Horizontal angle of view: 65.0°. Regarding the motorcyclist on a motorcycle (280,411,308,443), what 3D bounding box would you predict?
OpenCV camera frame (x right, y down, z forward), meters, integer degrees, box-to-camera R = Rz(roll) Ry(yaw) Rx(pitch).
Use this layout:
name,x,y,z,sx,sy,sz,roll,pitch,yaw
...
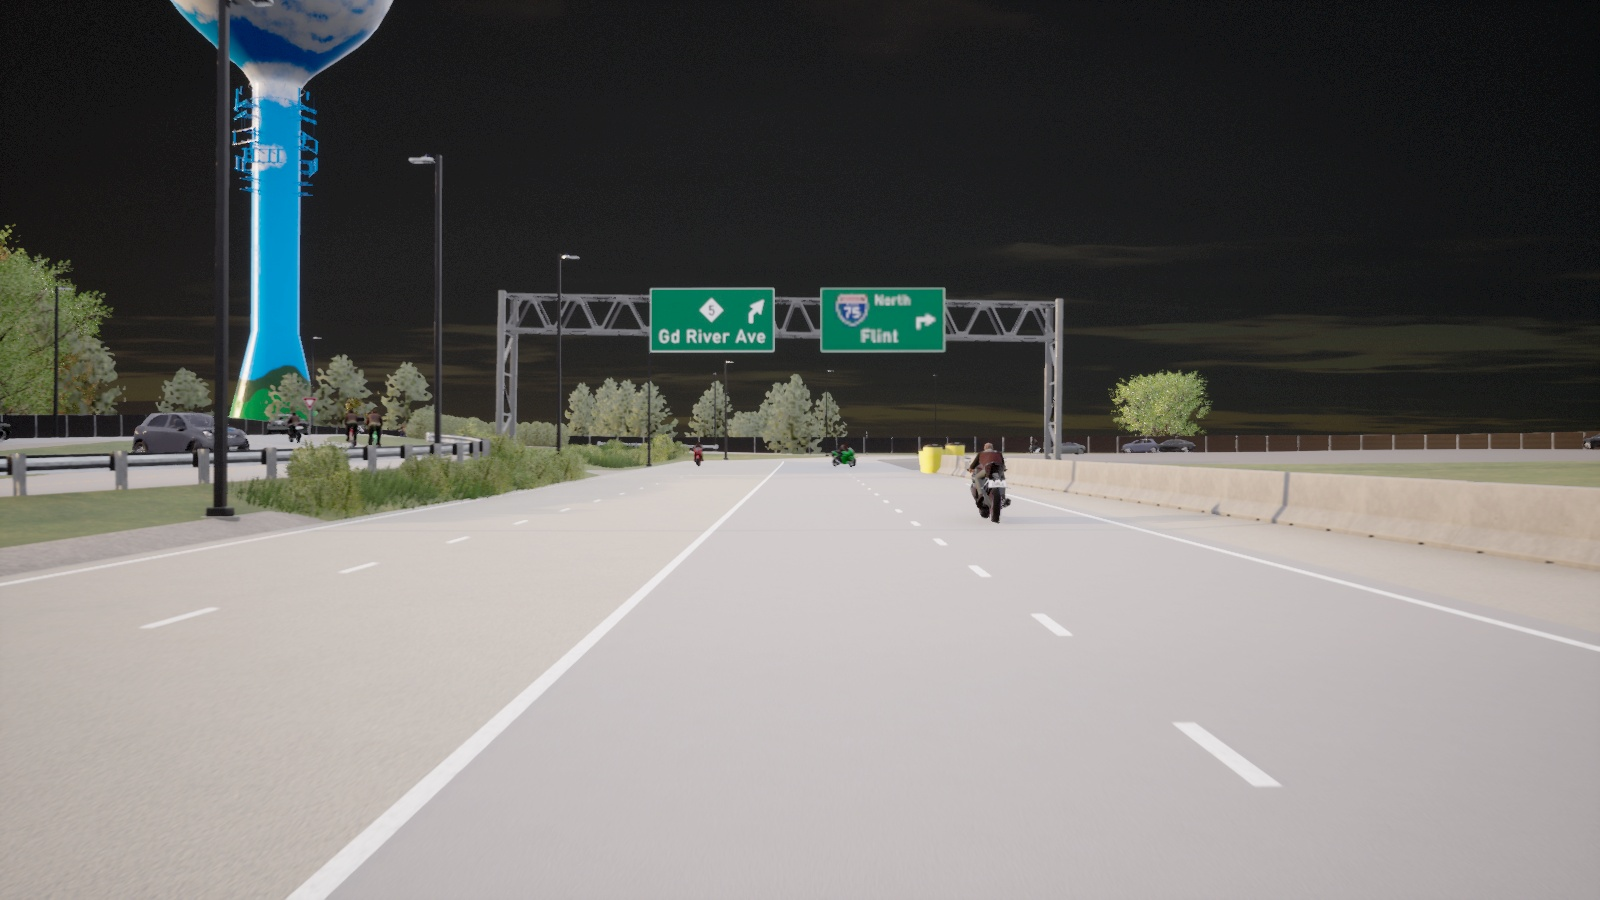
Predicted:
name,x,y,z,sx,sy,sz,roll,pitch,yaw
motorcyclist on a motorcycle,-24.557,-1.123,60.896,0.797,1.523,2.044,0,2,-36

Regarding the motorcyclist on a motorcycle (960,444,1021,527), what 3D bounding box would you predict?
name,x,y,z,sx,sy,sz,roll,pitch,yaw
motorcyclist on a motorcycle,3.655,0.646,24.279,0.866,1.530,2.191,0,0,0

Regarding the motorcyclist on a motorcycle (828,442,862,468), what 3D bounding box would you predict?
name,x,y,z,sx,sy,sz,roll,pitch,yaw
motorcyclist on a motorcycle,2.651,0.271,73.754,0.797,1.523,2.044,0,0,-43

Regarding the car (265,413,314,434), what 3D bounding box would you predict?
name,x,y,z,sx,sy,sz,roll,pitch,yaw
car,-36.159,-1.867,88.996,1.970,1.475,3.806,0,1,-1

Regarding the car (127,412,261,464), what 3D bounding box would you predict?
name,x,y,z,sx,sy,sz,roll,pitch,yaw
car,-18.197,-0.388,37.689,3.633,1.501,1.845,1,2,29

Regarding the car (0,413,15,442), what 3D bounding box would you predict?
name,x,y,z,sx,sy,sz,roll,pitch,yaw
car,-36.909,-0.958,55.146,1.895,1.301,4.718,0,2,1
